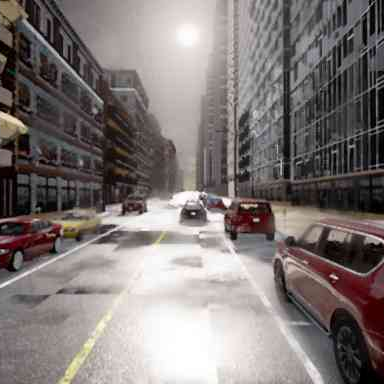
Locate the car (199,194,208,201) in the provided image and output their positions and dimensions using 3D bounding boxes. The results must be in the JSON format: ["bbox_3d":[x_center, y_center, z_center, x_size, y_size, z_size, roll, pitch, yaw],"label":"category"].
[{"bbox_3d":[2.712,1.262,78.559,1.887,1.381,4.507,1,0,0],"label":"car"}]

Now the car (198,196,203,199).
[{"bbox_3d":[0.106,1.458,41.315,1.895,1.301,4.718,0,0,0],"label":"car"}]

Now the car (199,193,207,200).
[{"bbox_3d":[2.714,1.135,84.211,1.967,1.590,4.097,1,0,0],"label":"car"}]

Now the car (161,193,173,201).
[{"bbox_3d":[-5.665,1.054,72.911,2.192,1.841,5.009,1,0,0],"label":"car"}]

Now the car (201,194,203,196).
[{"bbox_3d":[2.708,1.391,50.304,1.947,1.339,4.313,1,0,0],"label":"car"}]

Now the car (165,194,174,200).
[{"bbox_3d":[-5.668,1.261,84.214,1.947,1.339,4.313,1,0,0],"label":"car"}]

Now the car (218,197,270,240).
[{"bbox_3d":[2.708,1.261,16.395,2.192,1.841,5.009,1,0,0],"label":"car"}]

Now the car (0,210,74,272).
[{"bbox_3d":[-5.677,1.510,10.748,1.887,1.381,4.507,1,0,0],"label":"car"}]

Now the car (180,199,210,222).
[{"bbox_3d":[0.103,1.480,25.173,1.994,1.385,4.181,0,0,0],"label":"car"}]

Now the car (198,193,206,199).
[{"bbox_3d":[2.715,1.113,89.861,1.967,1.590,4.097,1,0,0],"label":"car"}]

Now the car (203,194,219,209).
[{"bbox_3d":[2.708,1.306,39.000,1.967,1.590,4.097,1,0,0],"label":"car"}]

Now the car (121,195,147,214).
[{"bbox_3d":[-5.670,1.201,33.352,2.192,1.841,5.009,1,0,0],"label":"car"}]

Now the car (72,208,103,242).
[{"bbox_3d":[-5.676,1.472,16.228,1.752,1.417,4.829,1,0,0],"label":"car"}]

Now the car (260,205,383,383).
[{"bbox_3d":[2.706,1.299,5.092,2.192,1.841,5.009,1,0,0],"label":"car"}]

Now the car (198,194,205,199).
[{"bbox_3d":[2.714,1.201,95.513,2.008,1.369,4.403,1,0,0],"label":"car"}]
